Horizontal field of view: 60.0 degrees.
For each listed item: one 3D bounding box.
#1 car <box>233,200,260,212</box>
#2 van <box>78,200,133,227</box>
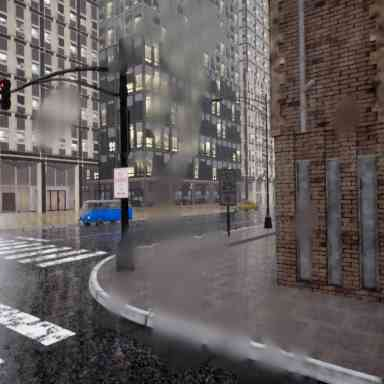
[{"bbox_3d":[6.804,1.689,41.409,1.752,1.417,4.829,-2,-1,36],"label":"car"},{"bbox_3d":[-6.031,1.460,23.500,1.690,1.788,3.998,-2,-1,36],"label":"van"}]
